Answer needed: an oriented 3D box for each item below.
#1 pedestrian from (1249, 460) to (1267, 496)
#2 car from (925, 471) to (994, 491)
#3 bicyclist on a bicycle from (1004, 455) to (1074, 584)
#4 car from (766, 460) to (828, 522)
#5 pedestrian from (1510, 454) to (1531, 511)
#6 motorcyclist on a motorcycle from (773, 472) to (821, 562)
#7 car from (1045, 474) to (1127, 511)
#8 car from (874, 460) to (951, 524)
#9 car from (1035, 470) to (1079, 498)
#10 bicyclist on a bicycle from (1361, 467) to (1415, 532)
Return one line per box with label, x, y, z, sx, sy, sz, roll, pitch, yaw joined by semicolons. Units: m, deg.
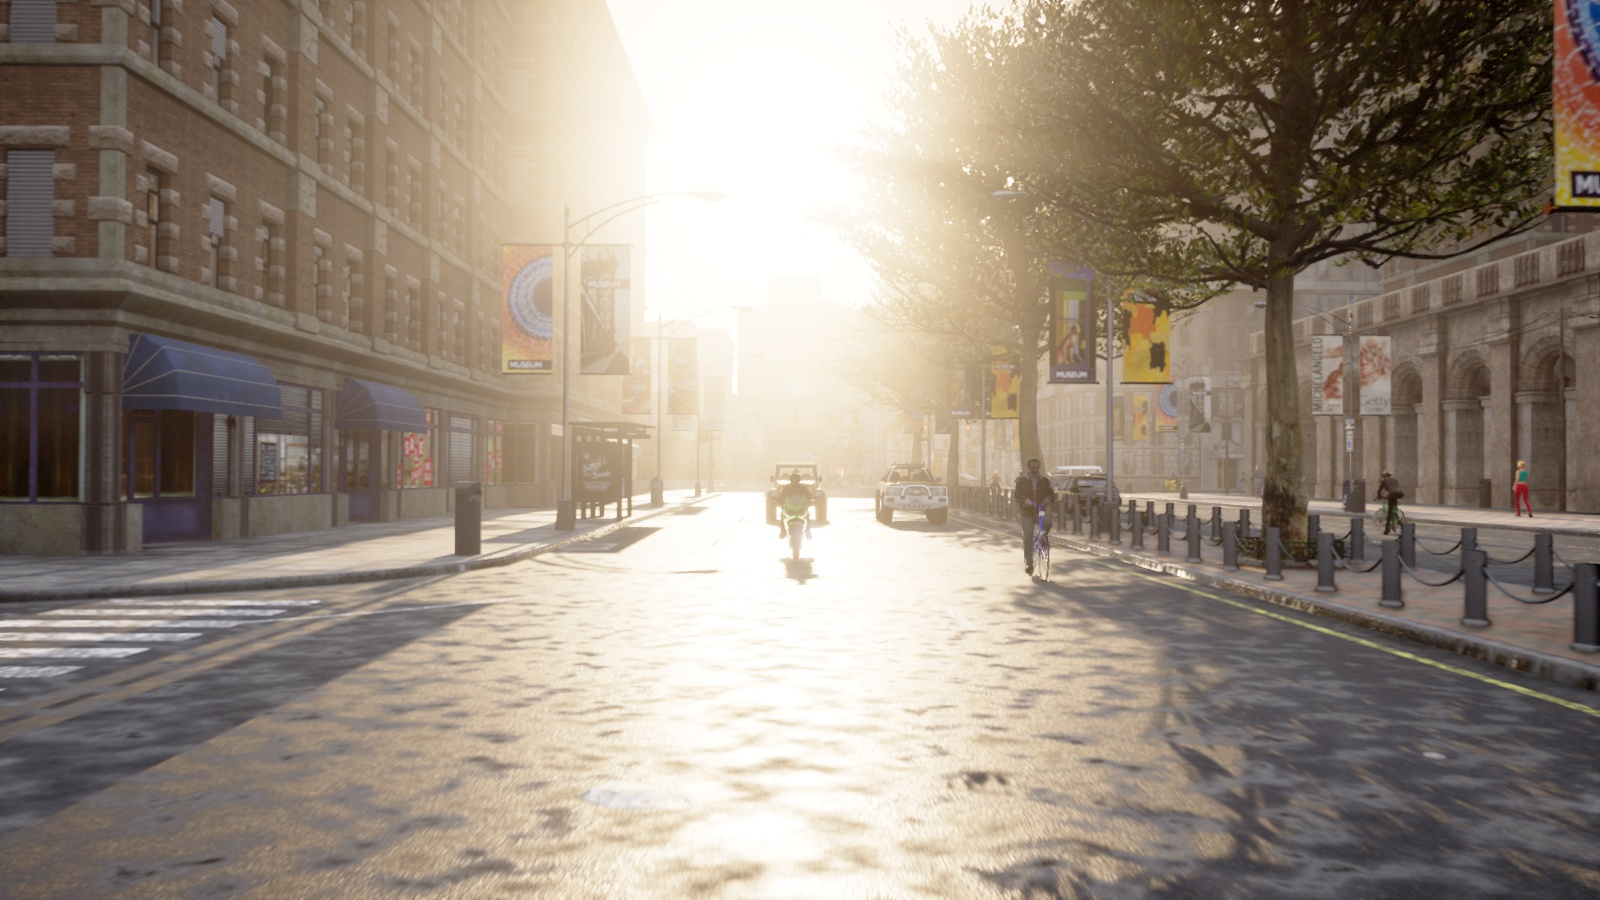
pedestrian;24.840;1.512;68.104;0.659;1.952;0.873;0;-1;0
car;12.365;2.397;97.467;4.792;1.488;2.163;-1;-1;37
bicyclist on a bicycle;3.452;0.977;18.268;0.659;1.776;1.843;0;-1;0
car;-0.105;1.287;40.392;1.905;1.878;3.866;0;-1;0
pedestrian;23.372;1.060;40.732;0.345;1.836;0.594;0;-1;1
motorcyclist on a motorcycle;-0.058;1.174;22.690;0.797;1.523;2.044;-1;-1;0
car;11.371;1.658;50.232;2.033;1.411;5.357;0;-1;0
car;3.399;1.266;38.741;1.932;1.855;4.605;0;-1;0
car;14.798;1.949;72.544;1.789;1.549;3.705;0;-1;0
bicyclist on a bicycle;14.917;1.242;31.904;0.582;1.620;1.656;0;-1;0
